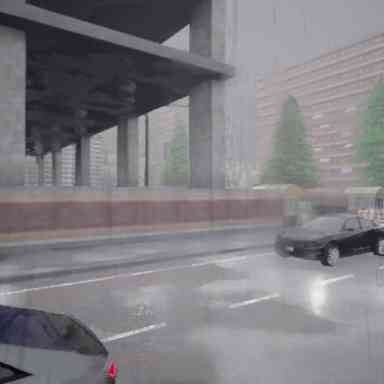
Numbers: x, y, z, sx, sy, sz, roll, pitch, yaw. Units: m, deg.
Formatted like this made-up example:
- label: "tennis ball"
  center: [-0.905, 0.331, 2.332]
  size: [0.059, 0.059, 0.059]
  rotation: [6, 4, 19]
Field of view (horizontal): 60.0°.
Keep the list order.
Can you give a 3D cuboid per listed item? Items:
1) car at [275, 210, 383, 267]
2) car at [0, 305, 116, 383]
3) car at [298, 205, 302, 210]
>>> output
- label: "car"
  center: [5.105, 1.534, 11.861]
  size: [5.008, 1.535, 1.882]
  rotation: [1, 0, -35]
- label: "car"
  center: [-2.593, 1.559, 2.130]
  size: [4.181, 1.385, 1.994]
  rotation: [0, 0, -35]
- label: "car"
  center: [9.190, 1.480, 33.348]
  size: [3.988, 1.617, 1.851]
  rotation: [0, 0, -35]
